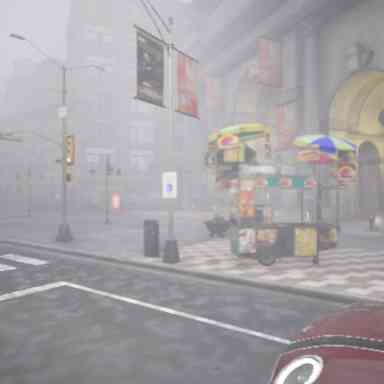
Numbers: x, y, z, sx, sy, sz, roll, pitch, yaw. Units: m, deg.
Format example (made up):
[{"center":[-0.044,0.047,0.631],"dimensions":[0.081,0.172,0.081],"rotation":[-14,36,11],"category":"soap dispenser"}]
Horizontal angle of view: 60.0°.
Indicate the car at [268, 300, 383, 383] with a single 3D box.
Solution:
[{"center":[2.752,1.347,1.992],"dimensions":[4.553,1.767,2.097],"rotation":[0,0,36],"category":"car"}]
